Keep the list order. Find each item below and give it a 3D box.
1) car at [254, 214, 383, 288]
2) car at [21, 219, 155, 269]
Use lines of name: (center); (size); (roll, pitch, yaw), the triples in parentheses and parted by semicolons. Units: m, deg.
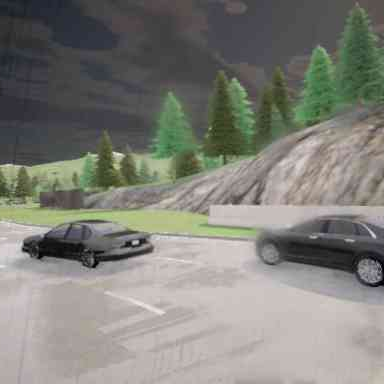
car: (3.797, 1.345, 8.872); (1.837, 1.490, 4.892); (0, -1, -35)
car: (-3.777, 1.677, 11.644); (5.357, 1.411, 2.033); (-2, 0, 35)
